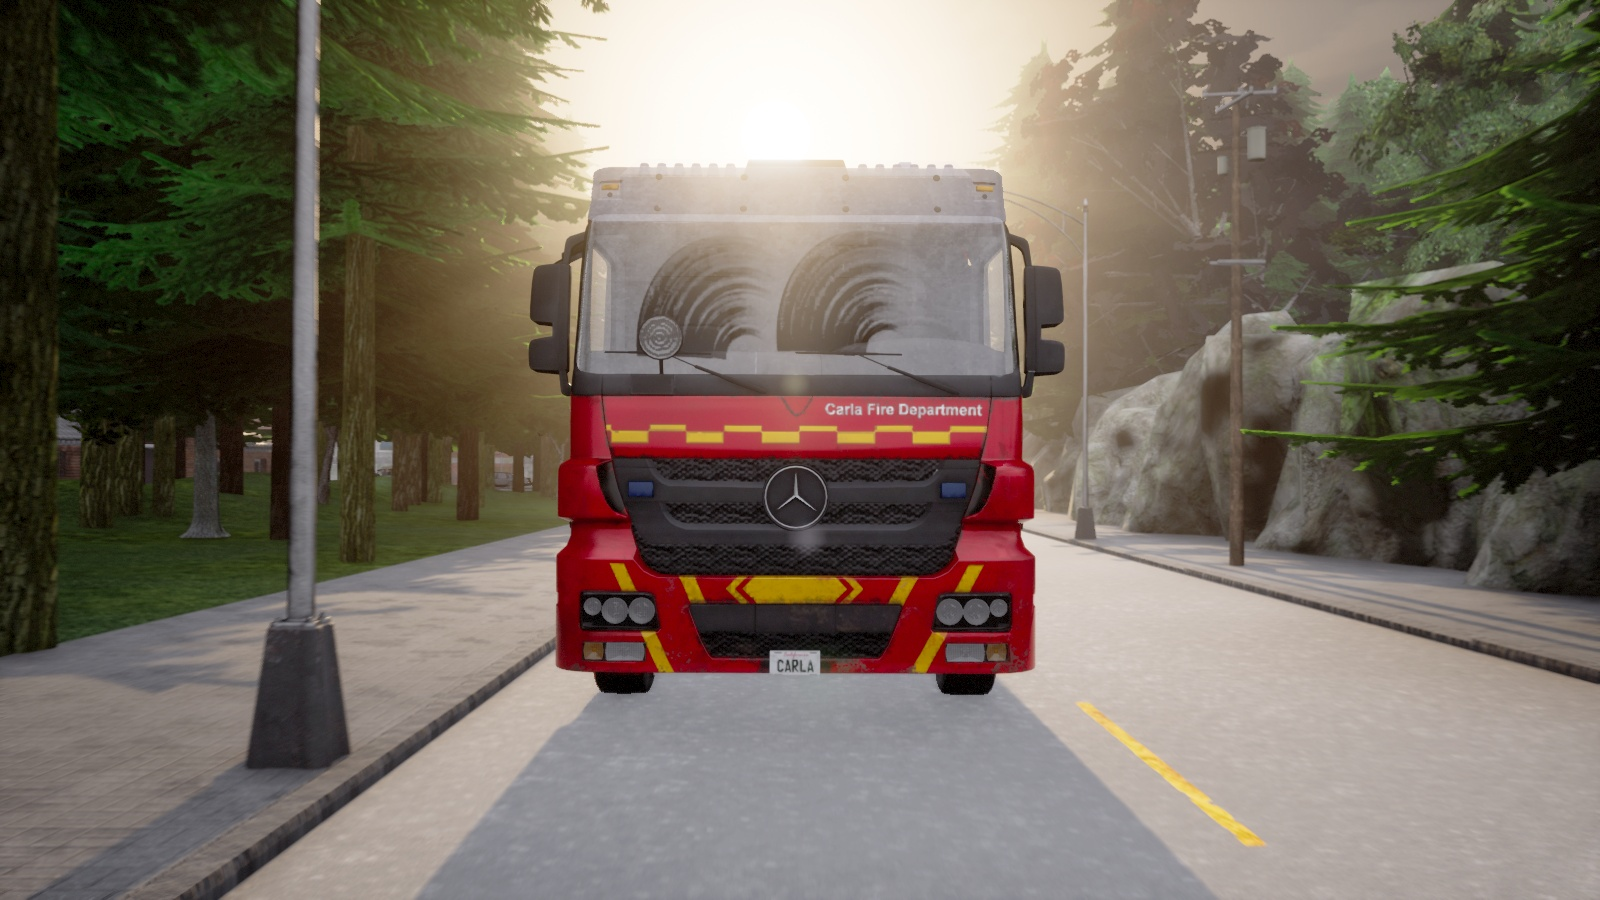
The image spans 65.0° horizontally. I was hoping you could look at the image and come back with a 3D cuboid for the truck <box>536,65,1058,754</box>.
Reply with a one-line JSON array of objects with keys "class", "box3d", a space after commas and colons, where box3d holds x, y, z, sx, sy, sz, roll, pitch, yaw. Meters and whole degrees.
[{"class": "truck", "box3d": [-0.031, -0.162, 11.224, 2.891, 3.827, 8.468, 0, -1, 0]}]
